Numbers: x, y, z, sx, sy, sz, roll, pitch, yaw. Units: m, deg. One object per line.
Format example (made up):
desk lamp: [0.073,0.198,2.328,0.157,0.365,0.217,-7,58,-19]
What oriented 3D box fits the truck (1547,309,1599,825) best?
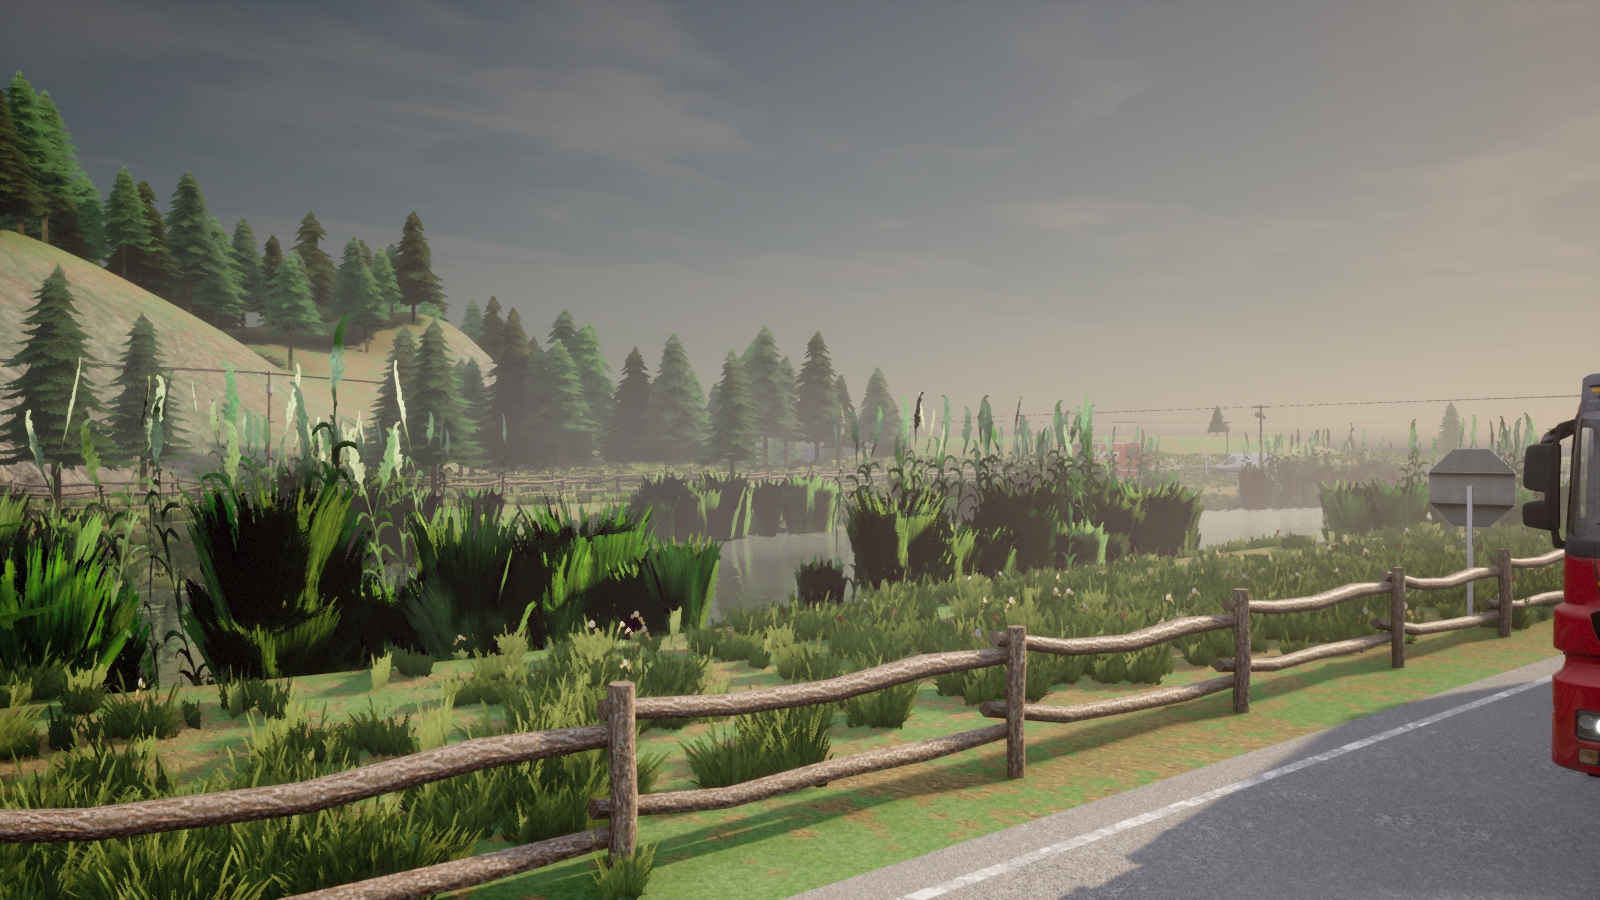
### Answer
truck: [9.557,0.861,10.962,2.891,3.827,8.468,0,0,41]
